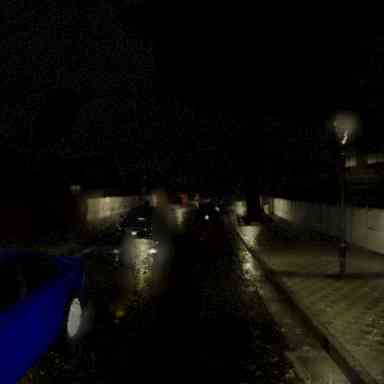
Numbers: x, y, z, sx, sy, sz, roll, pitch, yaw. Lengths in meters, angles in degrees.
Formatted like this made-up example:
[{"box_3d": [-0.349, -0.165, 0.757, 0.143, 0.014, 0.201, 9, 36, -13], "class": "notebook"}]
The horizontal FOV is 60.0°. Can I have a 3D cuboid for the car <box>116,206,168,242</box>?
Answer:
[{"box_3d": [-2.314, 1.474, 16.421, 1.837, 1.490, 4.892, 0, 1, 3], "class": "car"}]

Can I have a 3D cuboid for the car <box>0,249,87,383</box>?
[{"box_3d": [-2.744, 1.468, 3.624, 1.882, 1.535, 5.008, 0, 0, 1], "class": "car"}]

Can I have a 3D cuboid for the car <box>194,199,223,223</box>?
[{"box_3d": [1.201, 1.473, 25.107, 1.837, 1.490, 4.892, 0, 0, 4], "class": "car"}]
